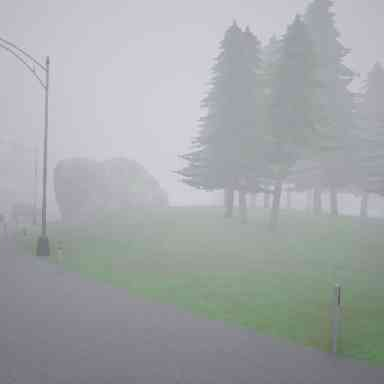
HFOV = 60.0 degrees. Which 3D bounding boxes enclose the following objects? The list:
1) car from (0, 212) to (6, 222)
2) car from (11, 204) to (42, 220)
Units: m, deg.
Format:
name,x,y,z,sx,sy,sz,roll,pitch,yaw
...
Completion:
name,x,y,z,sx,sy,sz,roll,pitch,yaw
car,-20.449,2.405,33.528,1.994,1.385,4.181,2,-3,-9
car,-21.251,2.590,43.322,2.150,2.045,5.566,2,-4,1
